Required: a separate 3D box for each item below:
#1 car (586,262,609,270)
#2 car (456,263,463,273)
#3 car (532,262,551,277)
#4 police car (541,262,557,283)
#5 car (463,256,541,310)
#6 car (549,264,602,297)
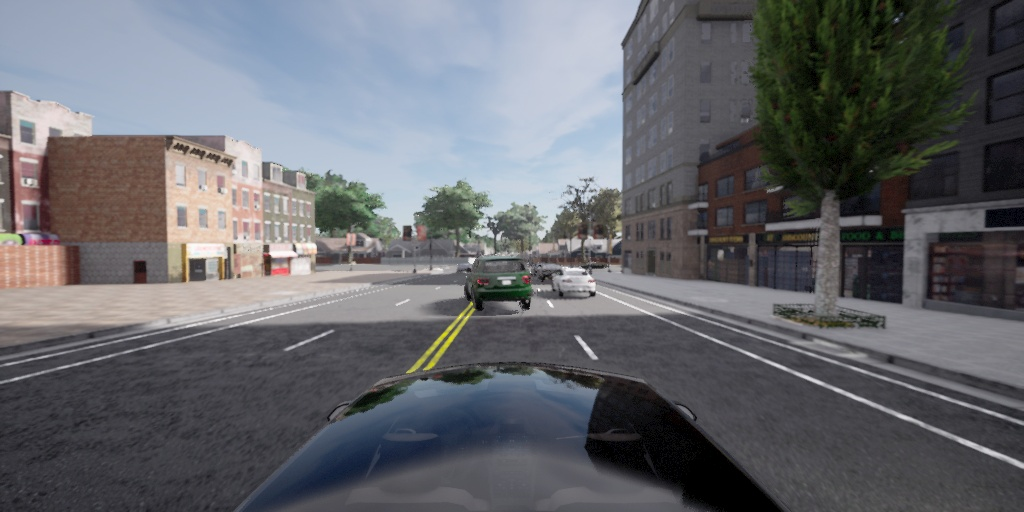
[{"bbox_3d":[14.672,1.732,62.913,4.718,1.301,1.895,0,2,0],"label":"car"},{"bbox_3d":[-6.443,1.650,49.794,1.994,1.385,4.181,0,-1,1],"label":"car"},{"bbox_3d":[3.306,1.511,41.450,1.837,1.490,4.892,0,-1,0],"label":"car"},{"bbox_3d":[3.290,1.341,30.552,1.930,1.638,5.238,0,0,0],"label":"police car"},{"bbox_3d":[-0.681,1.036,15.245,2.150,2.045,5.566,-1,0,-11],"label":"car"},{"bbox_3d":[3.275,1.364,19.433,1.812,1.442,4.674,0,0,0],"label":"car"}]
